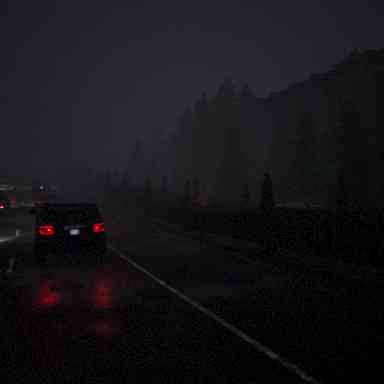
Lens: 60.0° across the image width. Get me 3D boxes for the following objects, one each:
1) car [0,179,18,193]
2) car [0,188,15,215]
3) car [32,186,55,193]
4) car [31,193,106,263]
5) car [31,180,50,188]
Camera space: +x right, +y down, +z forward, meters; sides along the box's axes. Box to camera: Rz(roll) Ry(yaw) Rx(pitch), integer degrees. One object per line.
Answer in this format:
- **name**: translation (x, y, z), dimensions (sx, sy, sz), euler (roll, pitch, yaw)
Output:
- **car**: translation (-20.849, -0.749, 37.512), dimensions (1.812, 1.442, 4.674), euler (0, 7, -26)
- **car**: translation (-14.395, 0.839, 24.293), dimensions (2.033, 1.411, 5.357), euler (0, 5, -26)
- **car**: translation (-11.626, 0.703, 26.625), dimensions (1.837, 1.490, 4.892), euler (0, 6, -25)
- **car**: translation (-4.764, 1.243, 12.575), dimensions (2.150, 2.045, 5.566), euler (0, 2, -26)
- **car**: translation (-17.737, -0.742, 39.118), dimensions (1.994, 1.385, 4.181), euler (0, 7, -26)
